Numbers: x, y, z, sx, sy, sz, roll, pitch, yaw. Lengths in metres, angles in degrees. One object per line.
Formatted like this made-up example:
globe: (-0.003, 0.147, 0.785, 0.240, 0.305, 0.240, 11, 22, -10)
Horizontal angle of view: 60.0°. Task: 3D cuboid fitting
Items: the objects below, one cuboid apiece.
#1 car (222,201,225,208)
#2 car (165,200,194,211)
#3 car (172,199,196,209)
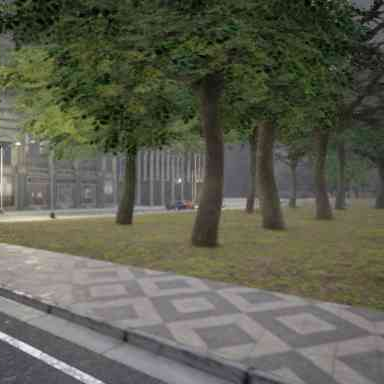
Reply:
car: (4.257, 2.123, 63.588, 2.150, 2.045, 5.566, 0, 0, 34)
car: (-2.287, 2.271, 53.862, 1.837, 1.490, 4.892, 0, -2, 37)
car: (-1.482, 2.180, 60.436, 2.097, 1.767, 4.553, 0, 0, 34)
